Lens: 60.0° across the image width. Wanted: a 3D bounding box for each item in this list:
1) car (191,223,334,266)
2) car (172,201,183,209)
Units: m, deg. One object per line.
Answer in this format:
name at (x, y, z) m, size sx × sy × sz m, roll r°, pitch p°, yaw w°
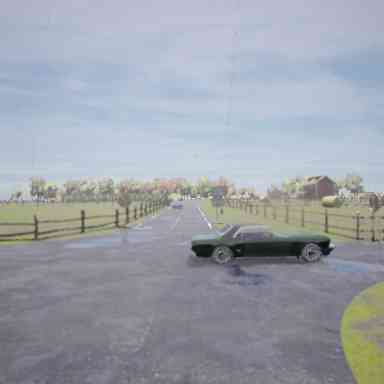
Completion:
car at (2.304, 1.718, 11.553) m, size 4.718 × 1.301 × 1.895 m, roll -1°, pitch -1°, yaw 0°
car at (-2.758, 2.379, 63.427) m, size 1.812 × 1.442 × 4.674 m, roll 0°, pitch -1°, yaw 0°
